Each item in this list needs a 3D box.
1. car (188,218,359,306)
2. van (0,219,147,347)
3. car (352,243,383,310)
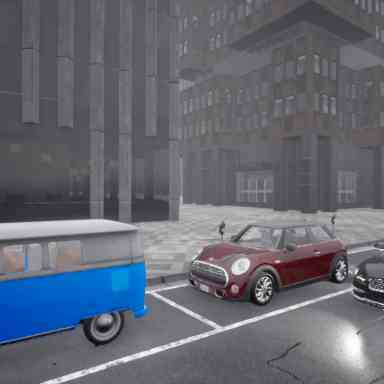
[{"bbox_3d":[1.887,1.441,7.965,4.097,1.590,1.967,0,0,-35],"label":"car"},{"bbox_3d":[-2.624,1.341,4.776,3.998,1.788,1.690,0,0,-35],"label":"van"},{"bbox_3d":[5.306,1.505,6.997,4.892,1.490,1.837,0,0,-35],"label":"car"}]
